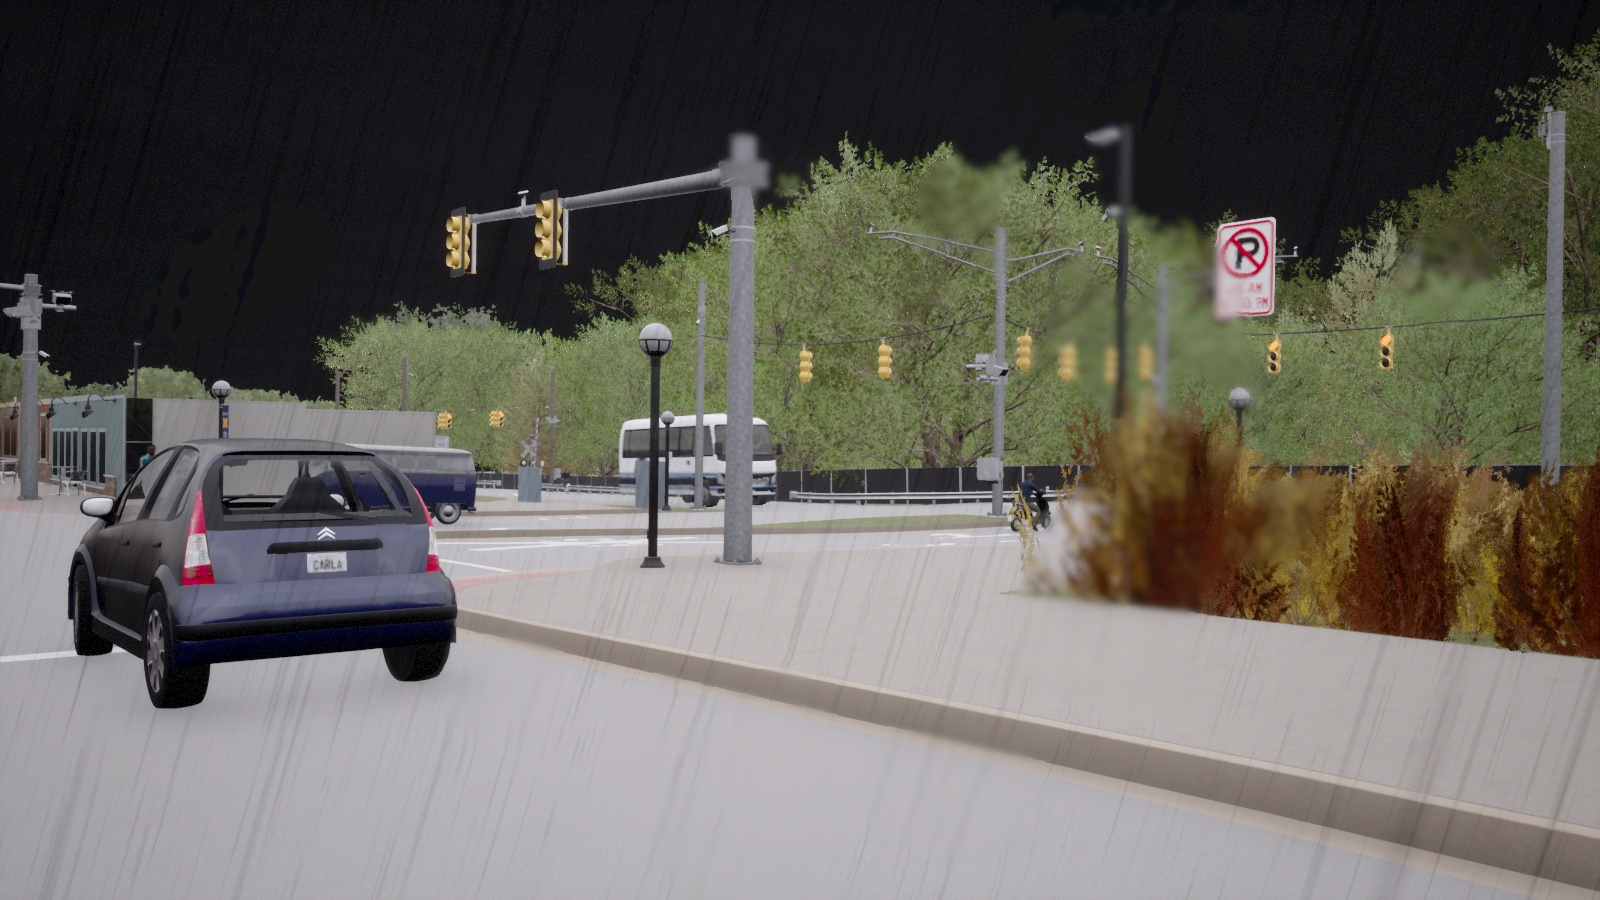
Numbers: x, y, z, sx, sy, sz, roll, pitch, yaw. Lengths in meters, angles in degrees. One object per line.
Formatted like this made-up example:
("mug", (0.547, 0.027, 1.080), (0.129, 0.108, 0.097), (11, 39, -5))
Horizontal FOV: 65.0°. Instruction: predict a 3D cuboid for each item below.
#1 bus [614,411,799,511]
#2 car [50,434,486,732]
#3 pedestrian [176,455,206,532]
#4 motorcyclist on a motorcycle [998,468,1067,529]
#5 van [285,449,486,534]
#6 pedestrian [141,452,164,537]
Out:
("bus", (-4.638, 0.566, 59.247), (3.944, 4.253, 10.273), (-1, -1, -34))
("car", (-3.969, 0.760, 8.959), (1.851, 1.617, 3.988), (-1, -1, -38))
("pedestrian", (-15.836, 1.116, 32.654), (0.659, 1.952, 0.873), (0, 1, -24))
("motorcyclist on a motorcycle", (6.381, 1.320, 34.445), (1.817, 1.590, 0.866), (-1, 0, -39))
("van", (-10.428, 1.055, 31.788), (4.442, 1.987, 1.775), (2, -2, -41))
("pedestrian", (-15.047, 1.017, 29.183), (0.396, 1.930, 0.692), (-1, 1, -33))
